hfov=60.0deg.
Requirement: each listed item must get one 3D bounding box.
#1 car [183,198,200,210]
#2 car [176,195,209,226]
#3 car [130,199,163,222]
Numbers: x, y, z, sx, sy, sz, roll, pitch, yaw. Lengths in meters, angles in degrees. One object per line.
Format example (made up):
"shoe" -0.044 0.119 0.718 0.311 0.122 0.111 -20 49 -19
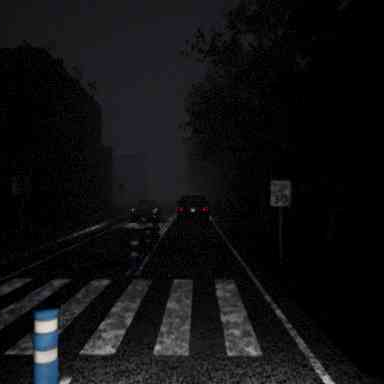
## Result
"car" -0.083 1.488 42.903 2.033 1.411 5.357 0 0 -1
"car" 0.038 1.208 23.226 2.150 2.045 5.566 0 0 0
"car" -3.422 1.331 25.720 2.097 1.767 4.553 0 0 0
